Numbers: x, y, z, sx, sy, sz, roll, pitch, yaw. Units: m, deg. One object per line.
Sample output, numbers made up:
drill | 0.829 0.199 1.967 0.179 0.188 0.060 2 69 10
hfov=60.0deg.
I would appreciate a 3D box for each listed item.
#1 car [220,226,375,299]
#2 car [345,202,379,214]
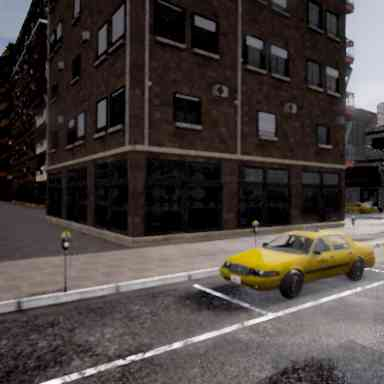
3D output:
car | 2.916 1.599 8.640 4.829 1.417 1.752 1 0 -35
car | 19.610 1.862 39.849 1.752 1.417 4.829 1 0 -35
